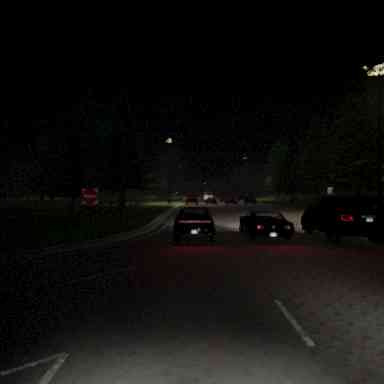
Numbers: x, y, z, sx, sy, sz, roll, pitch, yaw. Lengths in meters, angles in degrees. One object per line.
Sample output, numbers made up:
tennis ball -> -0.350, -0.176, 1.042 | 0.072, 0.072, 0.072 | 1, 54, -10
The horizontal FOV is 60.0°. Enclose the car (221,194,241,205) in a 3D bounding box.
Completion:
car -> 6.993, 1.510, 59.883 | 2.033, 1.411, 5.357 | 0, 0, 0

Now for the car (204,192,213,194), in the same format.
car -> 3.492, 1.014, 70.333 | 2.150, 2.045, 5.566 | 0, 0, 0

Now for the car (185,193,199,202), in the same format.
car -> -0.007, 1.185, 59.912 | 2.150, 2.045, 5.566 | 0, 0, 0

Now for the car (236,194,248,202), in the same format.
car -> 10.492, 1.289, 70.304 | 1.837, 1.490, 4.892 | 0, 0, 0

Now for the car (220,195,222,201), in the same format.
car -> 6.992, 1.144, 70.273 | 2.097, 1.767, 4.553 | 0, 0, 0

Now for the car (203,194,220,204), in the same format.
car -> 3.493, 1.527, 60.300 | 1.994, 1.385, 4.181 | 0, 0, 0

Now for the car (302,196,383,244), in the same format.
car -> 7.098, 1.211, 15.964 | 2.150, 2.045, 5.566 | 0, 0, 0

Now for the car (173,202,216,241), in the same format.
car -> 0.098, 1.481, 16.575 | 2.128, 1.511, 4.902 | 0, 0, 0

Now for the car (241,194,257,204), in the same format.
car -> 10.493, 1.488, 60.300 | 1.812, 1.442, 4.674 | 0, 0, 0

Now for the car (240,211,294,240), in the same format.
car -> 3.598, 1.590, 16.913 | 1.895, 1.301, 4.718 | 0, 0, 0
